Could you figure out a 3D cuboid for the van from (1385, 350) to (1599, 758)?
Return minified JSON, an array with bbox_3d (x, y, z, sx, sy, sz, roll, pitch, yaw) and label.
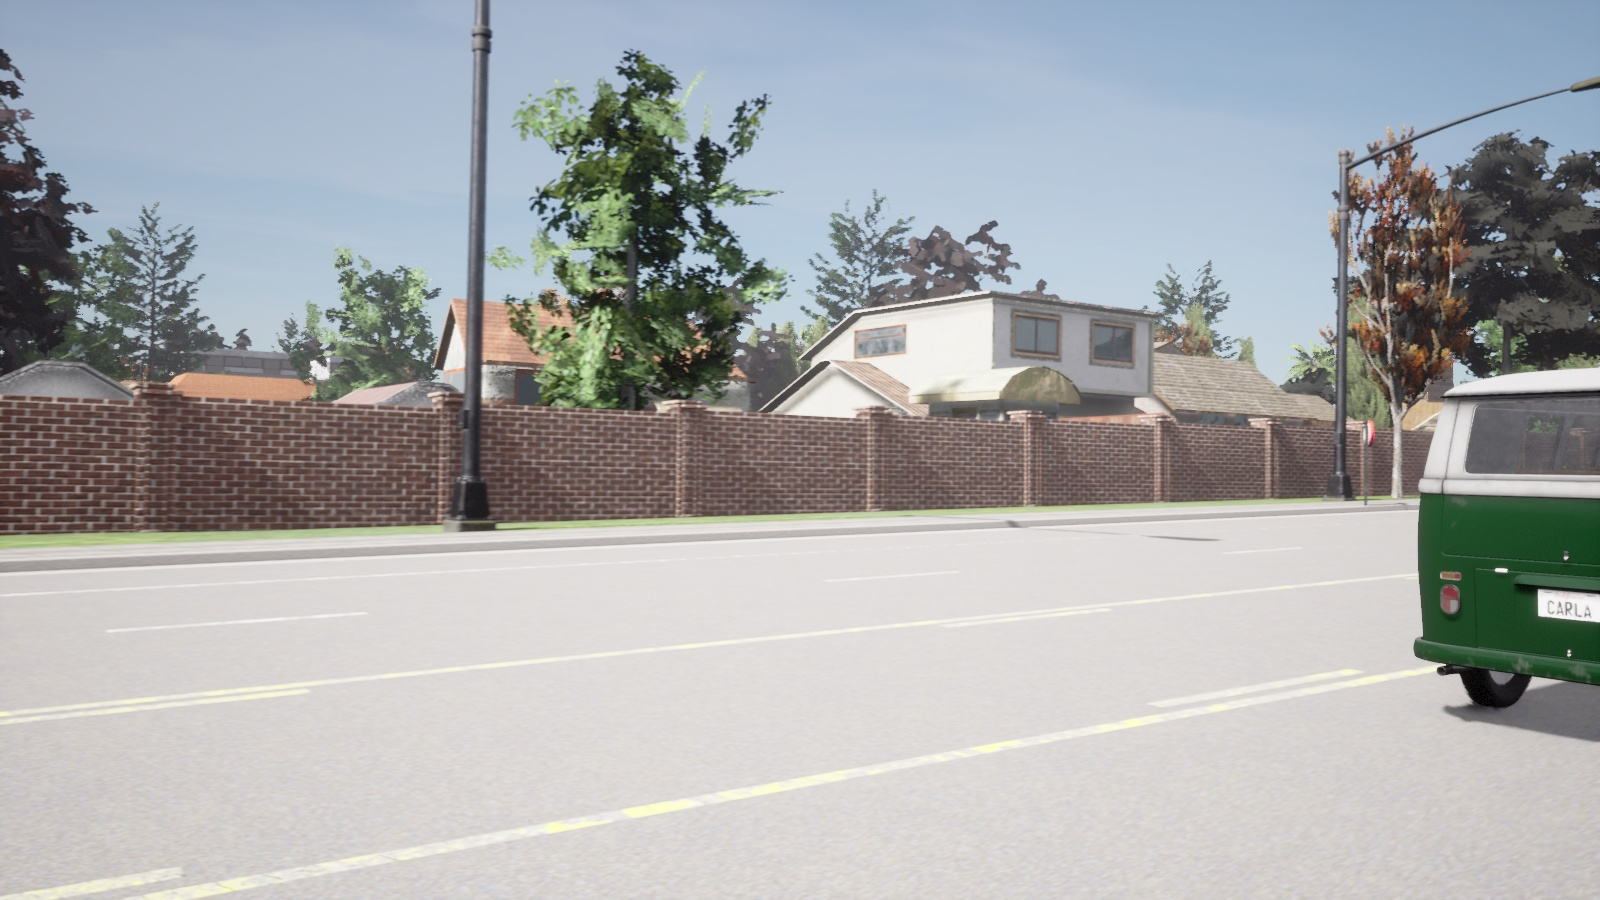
[{"bbox_3d":[5.605,0.507,7.559,4.442,1.987,1.775,0,0,-35],"label":"van"}]
